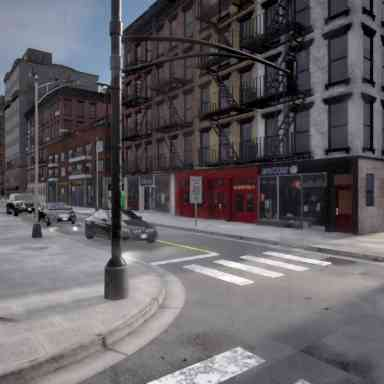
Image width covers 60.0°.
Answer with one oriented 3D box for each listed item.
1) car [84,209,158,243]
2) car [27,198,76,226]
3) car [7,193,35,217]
[{"bbox_3d":[-3.408,1.508,15.225,1.812,1.442,4.674,0,0,-39],"label":"car"},{"bbox_3d":[-9.676,1.457,23.342,2.128,1.511,4.902,0,0,-38],"label":"car"},{"bbox_3d":[-16.029,1.168,31.607,2.150,2.045,5.566,0,0,-37],"label":"car"}]
